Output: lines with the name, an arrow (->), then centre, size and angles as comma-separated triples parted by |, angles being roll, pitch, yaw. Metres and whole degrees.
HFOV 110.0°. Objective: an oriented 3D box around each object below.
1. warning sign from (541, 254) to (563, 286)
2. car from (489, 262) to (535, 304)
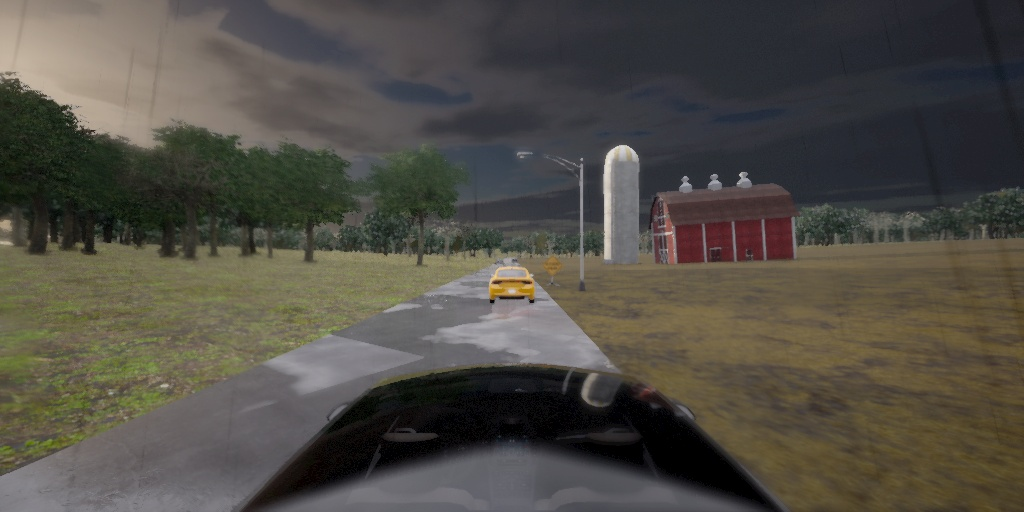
warning sign -> 2.451, 0.871, 21.901 | 1.300, 1.860, 1.060 | 0, 0, 0
car -> 0.001, 1.238, 16.525 | 1.882, 1.535, 5.008 | 0, 0, 0
